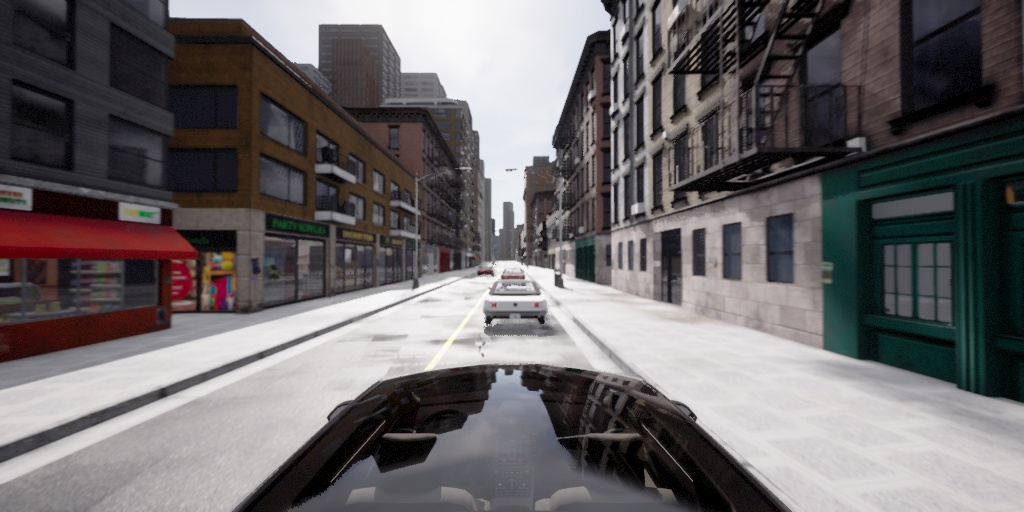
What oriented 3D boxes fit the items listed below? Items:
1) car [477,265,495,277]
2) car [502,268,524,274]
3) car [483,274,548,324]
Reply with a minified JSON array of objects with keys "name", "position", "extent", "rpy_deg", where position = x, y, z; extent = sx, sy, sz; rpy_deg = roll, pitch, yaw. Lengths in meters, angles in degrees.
[{"name":"car","position":[-3.088,1.769,42.856],"extent":[1.895,1.301,4.718],"rpy_deg":[0,-1,0]},{"name":"car","position":[0.089,1.633,29.325],"extent":[1.895,1.301,4.718],"rpy_deg":[0,-1,0]},{"name":"car","position":[0.096,1.463,12.510],"extent":[1.895,1.301,4.718],"rpy_deg":[0,-1,0]}]
